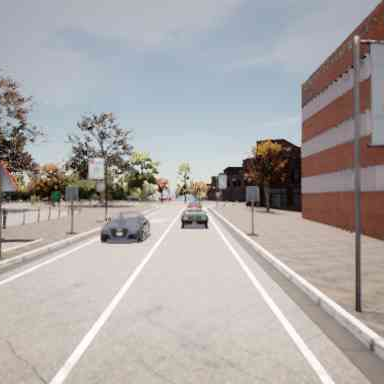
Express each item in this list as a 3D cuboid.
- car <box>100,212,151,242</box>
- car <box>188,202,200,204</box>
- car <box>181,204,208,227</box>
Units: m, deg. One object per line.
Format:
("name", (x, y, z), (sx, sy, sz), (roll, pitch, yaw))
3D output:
("car", (-3.298, 1.725, 17.109), (1.994, 1.385, 4.181), (0, 0, 0))
("car", (0.334, 1.924, 42.281), (1.994, 1.385, 4.181), (0, -1, 0))
("car", (0.193, 1.825, 24.601), (1.895, 1.301, 4.718), (0, 0, 0))
